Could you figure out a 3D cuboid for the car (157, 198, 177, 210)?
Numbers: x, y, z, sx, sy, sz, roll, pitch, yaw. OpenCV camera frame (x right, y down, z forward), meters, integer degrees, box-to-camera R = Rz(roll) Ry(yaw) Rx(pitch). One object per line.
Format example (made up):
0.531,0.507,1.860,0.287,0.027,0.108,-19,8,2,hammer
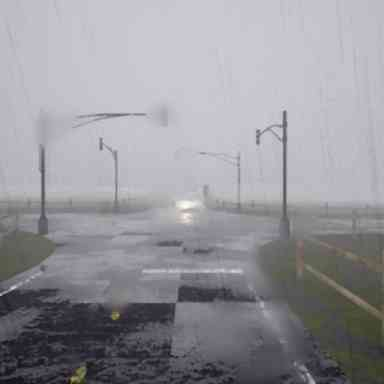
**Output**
-2.852,1.407,39.019,1.994,1.385,4.181,0,1,3,car
